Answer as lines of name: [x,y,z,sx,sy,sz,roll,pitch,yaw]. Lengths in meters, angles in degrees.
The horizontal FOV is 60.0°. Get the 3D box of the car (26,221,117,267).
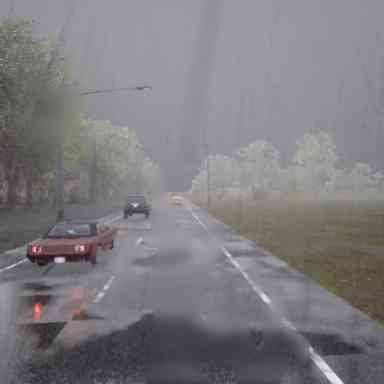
car: [-3.904,1.659,11.741,1.895,1.301,4.718,-1,0,-3]

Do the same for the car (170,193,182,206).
car: [-2.592,1.424,53.951,1.882,1.535,5.008,-1,0,-3]

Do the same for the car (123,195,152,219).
car: [-4.880,1.262,30.400,2.150,2.045,5.566,-1,0,-3]

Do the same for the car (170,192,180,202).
car: [-3.694,1.159,73.184,2.150,2.045,5.566,-1,0,-3]
